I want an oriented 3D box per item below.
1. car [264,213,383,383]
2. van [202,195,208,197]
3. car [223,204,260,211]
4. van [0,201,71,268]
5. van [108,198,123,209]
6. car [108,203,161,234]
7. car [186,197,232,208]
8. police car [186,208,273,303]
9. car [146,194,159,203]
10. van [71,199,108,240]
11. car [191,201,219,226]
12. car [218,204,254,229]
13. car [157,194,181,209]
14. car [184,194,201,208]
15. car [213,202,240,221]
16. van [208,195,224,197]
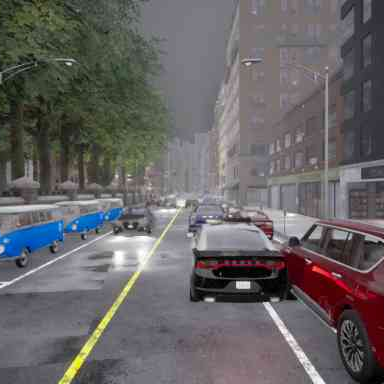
[{"bbox_3d":[2.850,1.314,5.340,2.192,1.841,5.009,0,0,0],"label":"car"},{"bbox_3d":[2.812,1.291,50.623,1.690,1.788,3.998,0,0,0],"label":"van"},{"bbox_3d":[2.842,1.538,16.661,1.887,1.381,4.507,0,0,0],"label":"car"},{"bbox_3d":[-5.679,1.337,10.970,1.690,1.788,3.998,0,0,0],"label":"van"},{"bbox_3d":[-5.689,1.329,22.286,1.690,1.788,3.998,0,0,0],"label":"van"},{"bbox_3d":[-3.115,1.555,18.878,1.994,1.385,4.181,0,0,0],"label":"car"},{"bbox_3d":[0.864,1.343,18.262,2.097,1.767,4.553,0,0,0],"label":"car"},{"bbox_3d":[0.894,1.423,8.402,1.930,1.638,5.238,0,0,0],"label":"police car"},{"bbox_3d":[-5.713,1.265,50.576,2.192,1.841,5.009,0,0,0],"label":"car"},{"bbox_3d":[-5.684,1.334,16.628,1.690,1.788,3.998,0,0,0],"label":"van"},{"bbox_3d":[0.880,1.492,24.292,1.837,1.490,4.892,0,0,0],"label":"car"},{"bbox_3d":[2.837,1.570,22.321,1.802,1.307,4.206,0,0,0],"label":"car"},{"bbox_3d":[-3.038,1.451,44.767,2.128,1.511,4.902,0,0,0],"label":"car"},{"bbox_3d":[-0.012,1.462,46.111,1.837,1.490,4.892,0,0,0],"label":"car"},{"bbox_3d":[2.832,1.564,27.982,1.802,1.307,4.206,0,0,0],"label":"car"},{"bbox_3d":[2.827,1.317,33.642,1.690,1.788,3.998,0,0,0],"label":"van"}]
